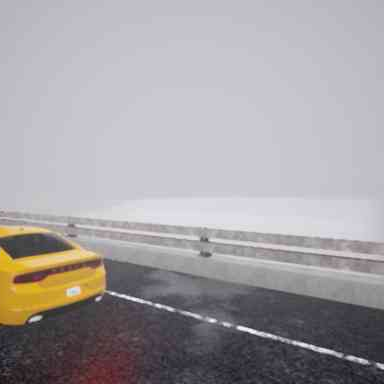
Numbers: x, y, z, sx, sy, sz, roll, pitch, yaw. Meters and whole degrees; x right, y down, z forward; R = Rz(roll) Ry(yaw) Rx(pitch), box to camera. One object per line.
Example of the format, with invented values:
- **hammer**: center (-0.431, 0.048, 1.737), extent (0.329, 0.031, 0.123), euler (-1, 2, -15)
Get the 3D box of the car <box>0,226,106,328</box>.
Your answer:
- **car**: center (-3.919, 1.440, 6.823), extent (5.008, 1.535, 1.882), euler (0, 0, 36)
